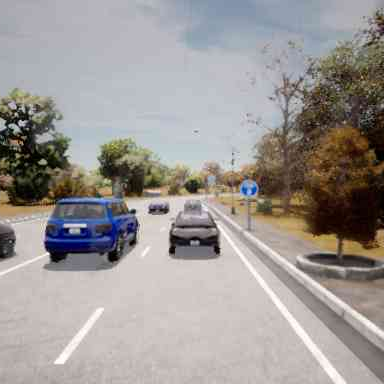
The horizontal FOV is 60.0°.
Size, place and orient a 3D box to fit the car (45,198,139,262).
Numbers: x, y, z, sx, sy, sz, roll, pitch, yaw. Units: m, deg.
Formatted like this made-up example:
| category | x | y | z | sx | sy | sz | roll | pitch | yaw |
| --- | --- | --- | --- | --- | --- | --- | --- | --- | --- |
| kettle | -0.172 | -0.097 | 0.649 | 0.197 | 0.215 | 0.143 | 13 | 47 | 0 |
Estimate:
| category | x | y | z | sx | sy | sz | roll | pitch | yaw |
| --- | --- | --- | --- | --- | --- | --- | --- | --- | --- |
| car | -3.401 | 1.225 | 12.321 | 2.150 | 2.045 | 5.566 | 0 | 0 | 0 |

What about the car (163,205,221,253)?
| category | x | y | z | sx | sy | sz | roll | pitch | yaw |
| --- | --- | --- | --- | --- | --- | --- | --- | --- | --- |
| car | 0.097 | 1.494 | 13.642 | 2.128 | 1.511 | 4.902 | 0 | 0 | 0 |

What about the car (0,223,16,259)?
| category | x | y | z | sx | sy | sz | roll | pitch | yaw |
| --- | --- | --- | --- | --- | --- | --- | --- | --- | --- |
| car | -7.100 | 1.530 | 9.951 | 1.812 | 1.442 | 4.674 | 0 | 0 | 0 |

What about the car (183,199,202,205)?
| category | x | y | z | sx | sy | sz | roll | pitch | yaw |
| --- | --- | --- | --- | --- | --- | --- | --- | --- | --- |
| car | 0.096 | 1.479 | 34.604 | 2.033 | 1.411 | 5.357 | 0 | 0 | 0 |

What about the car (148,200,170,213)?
| category | x | y | z | sx | sy | sz | roll | pitch | yaw |
| --- | --- | --- | --- | --- | --- | --- | --- | --- | --- |
| car | -3.403 | 1.528 | 35.275 | 1.895 | 1.301 | 4.718 | 0 | 0 | 0 |
